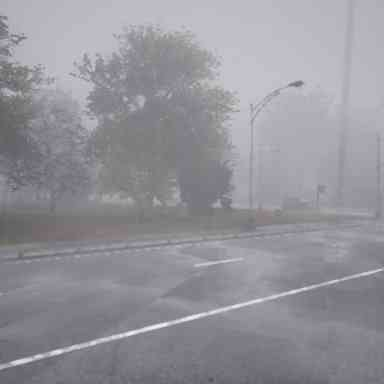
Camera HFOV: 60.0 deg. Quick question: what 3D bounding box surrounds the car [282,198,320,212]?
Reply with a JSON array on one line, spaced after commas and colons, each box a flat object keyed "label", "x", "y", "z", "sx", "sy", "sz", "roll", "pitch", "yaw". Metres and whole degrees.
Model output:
[{"label": "car", "x": 13.498, "y": 1.496, "z": 41.380, "sx": 2.097, "sy": 1.767, "sz": 4.553, "roll": 0, "pitch": -1, "yaw": -37}]

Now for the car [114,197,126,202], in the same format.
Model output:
[{"label": "car", "x": -17.796, "y": 1.645, "z": 82.301, "sx": 1.882, "sy": 1.535, "sz": 5.008, "roll": 0, "pitch": 0, "yaw": -37}]

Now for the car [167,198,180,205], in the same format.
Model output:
[{"label": "car", "x": -2.637, "y": 1.774, "z": 62.477, "sx": 1.895, "sy": 1.301, "sz": 4.718, "roll": 0, "pitch": 0, "yaw": -37}]
